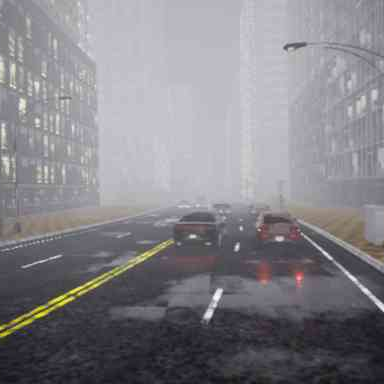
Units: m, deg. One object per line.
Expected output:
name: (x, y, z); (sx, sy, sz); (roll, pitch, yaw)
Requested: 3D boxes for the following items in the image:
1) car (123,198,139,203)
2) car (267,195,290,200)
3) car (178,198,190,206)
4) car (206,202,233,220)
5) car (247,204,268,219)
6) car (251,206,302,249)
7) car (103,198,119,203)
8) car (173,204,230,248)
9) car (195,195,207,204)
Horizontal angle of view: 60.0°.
car: (-16.479, 2.270, 90.326); (4.313, 1.339, 1.947); (-1, 0, 4)
car: (22.362, 1.599, 87.768); (5.009, 1.841, 2.192); (-1, 0, 4)
car: (-1.543, 1.976, 65.592); (1.994, 1.385, 4.181); (-1, 0, 4)
car: (2.641, 1.682, 29.733); (2.033, 1.411, 5.357); (-1, 0, 7)
car: (5.883, 1.675, 29.471); (1.895, 1.301, 4.718); (-1, 0, 7)
car: (3.654, 1.555, 14.586); (1.812, 1.442, 4.674); (-1, 0, 10)
car: (-22.148, 2.347, 90.755); (4.206, 1.307, 1.802); (-1, 0, 4)
car: (0.476, 1.566, 15.280); (1.882, 1.535, 5.008); (-1, 0, 10)
car: (1.989, 1.598, 70.700); (2.150, 2.045, 5.566); (-1, 0, 3)
